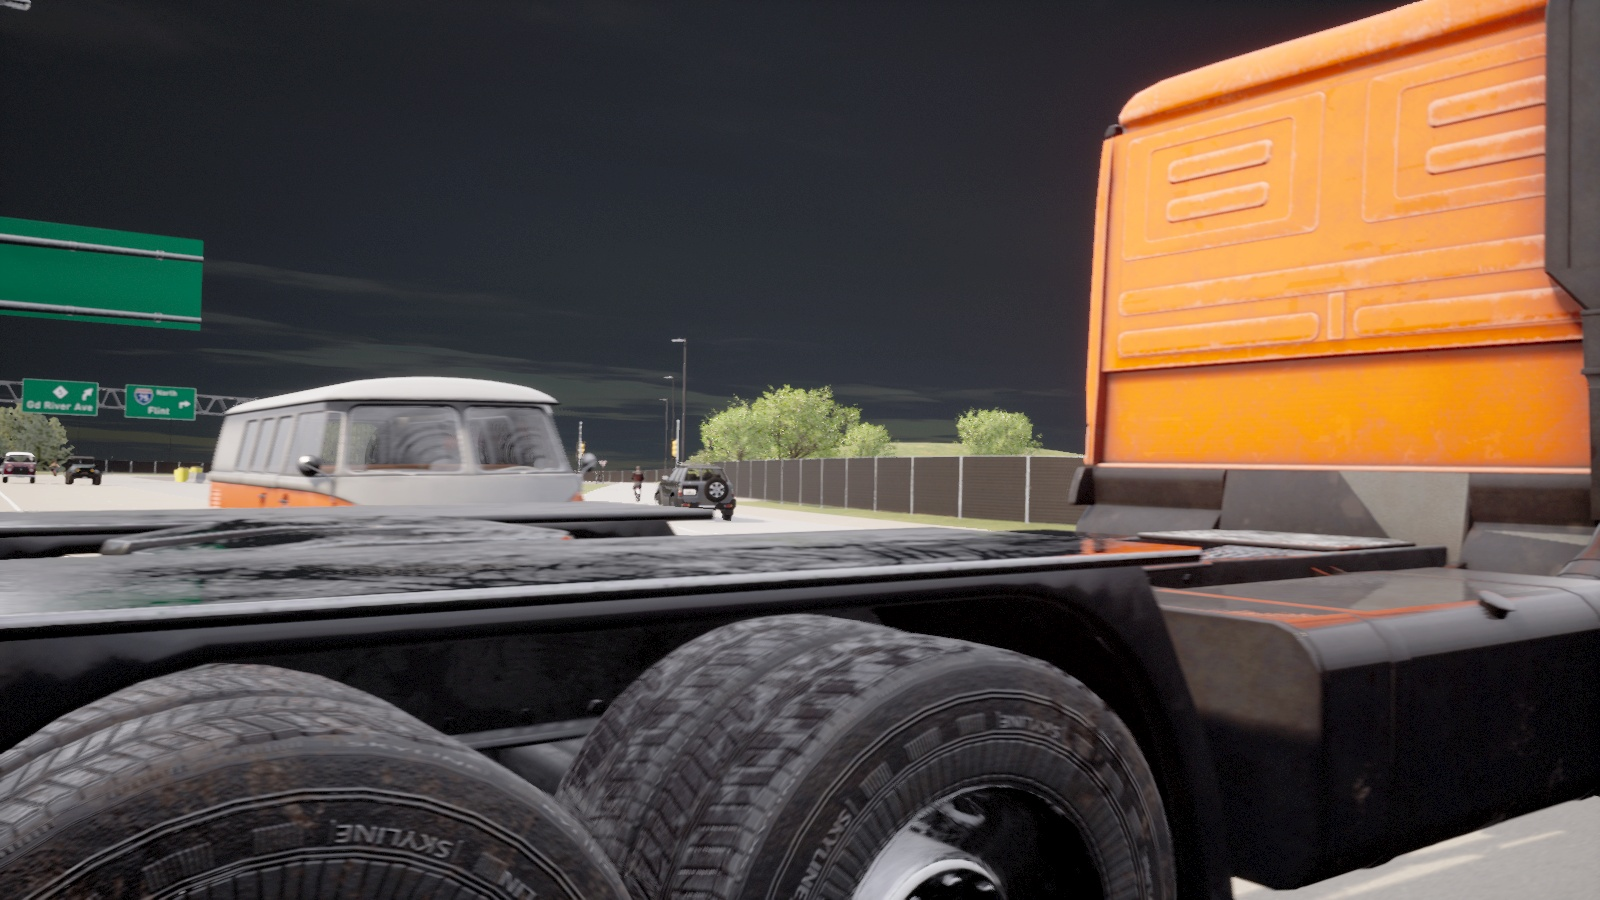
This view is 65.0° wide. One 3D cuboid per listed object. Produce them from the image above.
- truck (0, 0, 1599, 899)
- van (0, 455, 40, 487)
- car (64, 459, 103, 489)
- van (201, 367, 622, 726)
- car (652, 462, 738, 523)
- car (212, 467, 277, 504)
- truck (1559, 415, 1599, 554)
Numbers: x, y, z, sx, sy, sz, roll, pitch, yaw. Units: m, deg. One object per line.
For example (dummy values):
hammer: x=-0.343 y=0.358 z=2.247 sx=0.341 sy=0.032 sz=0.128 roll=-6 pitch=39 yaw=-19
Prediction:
truck: x=0.809 y=-0.205 z=4.279 sx=7.936 sy=3.462 sz=2.891 roll=0 pitch=0 yaw=-35
van: x=-51.048 y=1.370 z=82.101 sx=2.069 sy=2.038 sz=4.480 roll=2 pitch=-2 yaw=-33
car: x=-47.028 y=1.544 z=82.352 sx=1.905 sy=1.878 sz=3.866 roll=2 pitch=-2 yaw=-33
van: x=-3.099 y=0.541 z=9.284 sx=1.775 sy=1.987 sz=4.442 roll=-1 pitch=0 yaw=-34
car: x=-3.497 y=1.337 z=40.966 sx=1.932 sy=1.855 sz=4.605 roll=1 pitch=-1 yaw=-16
car: x=-23.423 y=1.490 z=52.865 sx=1.816 sy=1.474 sz=4.193 roll=2 pitch=-2 yaw=-33
truck: x=23.406 y=1.025 z=32.958 sx=7.936 sy=3.462 sz=2.891 roll=3 pitch=-3 yaw=-34
